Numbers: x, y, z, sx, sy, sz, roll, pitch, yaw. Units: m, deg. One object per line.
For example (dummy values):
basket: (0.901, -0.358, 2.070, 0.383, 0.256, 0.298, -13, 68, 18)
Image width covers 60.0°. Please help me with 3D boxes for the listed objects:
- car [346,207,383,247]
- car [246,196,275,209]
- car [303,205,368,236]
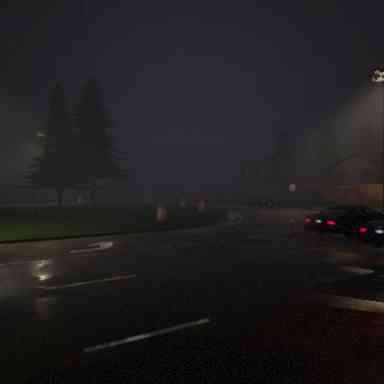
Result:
car: (8.500, 1.361, 12.544, 5.357, 1.411, 2.033, -1, 1, -31)
car: (7.938, 1.144, 38.881, 1.812, 1.442, 4.674, -1, 0, -16)
car: (7.827, 1.340, 16.216, 5.357, 1.411, 2.033, -1, 1, -31)
